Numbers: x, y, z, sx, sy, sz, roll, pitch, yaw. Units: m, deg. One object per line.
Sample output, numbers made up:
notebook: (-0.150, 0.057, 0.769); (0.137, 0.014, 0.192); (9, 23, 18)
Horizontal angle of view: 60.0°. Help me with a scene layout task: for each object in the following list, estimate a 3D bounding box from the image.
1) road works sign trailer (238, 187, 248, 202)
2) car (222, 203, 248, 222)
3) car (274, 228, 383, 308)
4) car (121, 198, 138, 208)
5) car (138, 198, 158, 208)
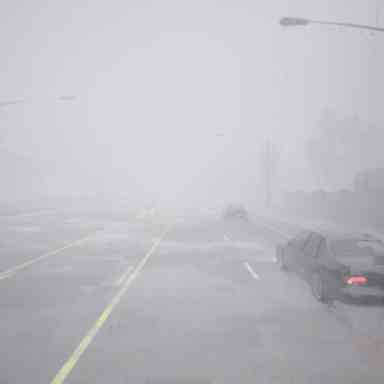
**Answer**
road works sign trailer: (12.854, 0.622, 81.563); (2.880, 3.560, 2.380); (-1, 0, -43)
car: (3.580, 1.683, 28.191); (1.812, 1.442, 4.674); (0, 0, 0)
car: (3.542, 1.628, 8.354); (2.033, 1.411, 5.357); (0, 0, 1)
car: (-10.030, 1.715, 53.914); (1.882, 1.535, 5.008); (0, 0, 7)
car: (-6.660, 1.750, 52.457); (1.812, 1.442, 4.674); (0, 0, 5)
